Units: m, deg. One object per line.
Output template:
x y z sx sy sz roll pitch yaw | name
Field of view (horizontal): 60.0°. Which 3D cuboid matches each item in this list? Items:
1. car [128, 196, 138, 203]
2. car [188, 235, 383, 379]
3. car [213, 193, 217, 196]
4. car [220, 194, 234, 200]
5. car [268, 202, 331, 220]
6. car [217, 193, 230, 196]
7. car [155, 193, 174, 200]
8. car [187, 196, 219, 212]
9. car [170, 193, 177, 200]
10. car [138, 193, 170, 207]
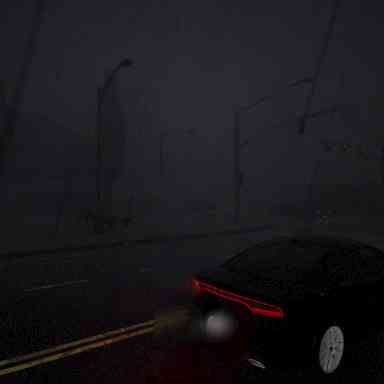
-11.669 1.540 70.554 2.033 1.411 5.357 0 0 -35 | car
2.261 1.478 5.619 5.008 1.535 1.882 0 0 -37 | car
6.059 1.156 71.098 3.866 1.878 1.905 0 0 -37 | car
10.003 1.395 95.066 3.806 1.475 1.970 0 0 -37 | car
9.062 1.547 28.624 2.033 1.411 5.357 0 0 -35 | car
7.773 1.395 68.764 3.806 1.475 1.970 0 0 -37 | car
-7.324 1.153 89.207 4.605 1.855 1.932 0 0 -37 | car
1.258 1.564 39.752 1.994 1.385 4.181 0 0 -35 | car
-5.646 1.156 86.848 3.866 1.878 1.905 0 0 -37 | car
-5.748 1.352 49.762 2.097 1.767 4.553 0 0 -35 | car
